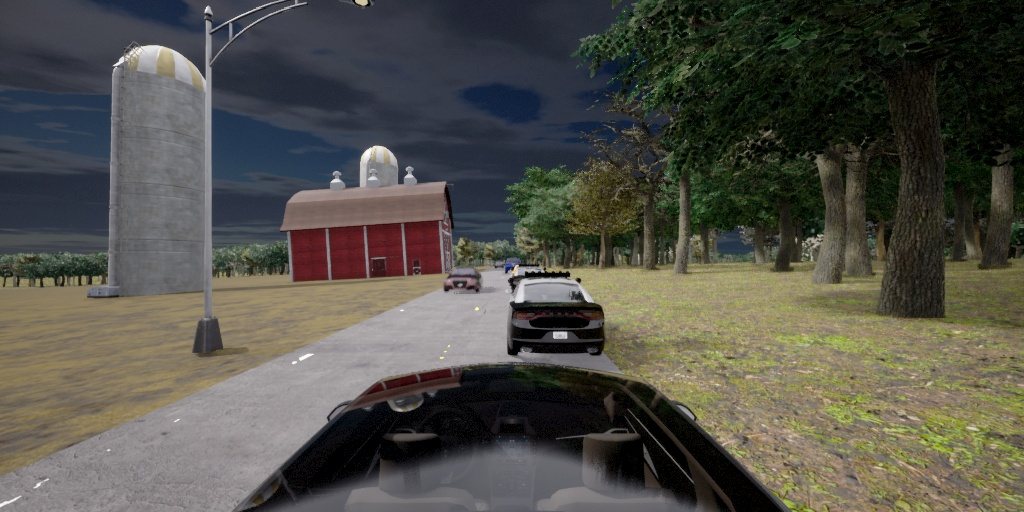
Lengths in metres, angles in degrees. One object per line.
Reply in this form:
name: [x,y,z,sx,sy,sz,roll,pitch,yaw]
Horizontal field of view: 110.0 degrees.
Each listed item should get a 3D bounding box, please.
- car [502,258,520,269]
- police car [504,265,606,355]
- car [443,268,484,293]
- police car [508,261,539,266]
car: [0.200,1.261,47.317,2.150,2.045,5.566,0,0,0]
police car: [0.850,1.187,8.837,1.930,1.638,5.238,0,0,0]
car: [-2.781,1.383,21.236,1.994,1.385,4.181,0,0,0]
police car: [0.885,1.230,18.840,1.930,1.638,5.238,0,0,0]
